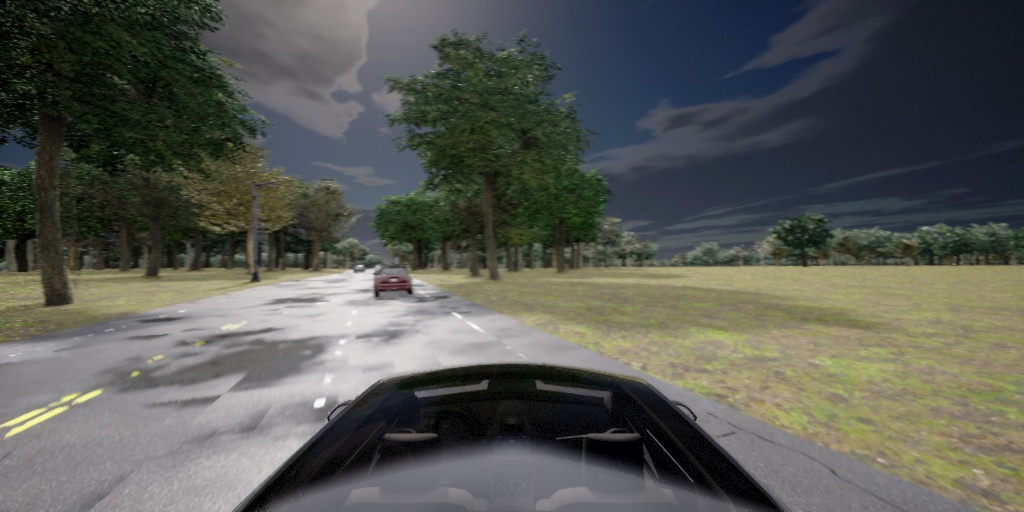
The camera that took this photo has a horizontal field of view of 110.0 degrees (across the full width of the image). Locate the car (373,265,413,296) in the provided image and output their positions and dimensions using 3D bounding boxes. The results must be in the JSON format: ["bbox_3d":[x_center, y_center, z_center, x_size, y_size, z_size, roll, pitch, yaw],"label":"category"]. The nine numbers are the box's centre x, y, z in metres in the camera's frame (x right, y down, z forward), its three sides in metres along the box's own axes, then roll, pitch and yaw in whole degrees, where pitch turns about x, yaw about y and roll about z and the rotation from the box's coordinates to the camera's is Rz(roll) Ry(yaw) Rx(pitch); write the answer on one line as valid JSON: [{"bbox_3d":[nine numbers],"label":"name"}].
[{"bbox_3d":[-7.387,1.399,22.089,2.097,1.767,4.553,-1,0,-21],"label":"car"}]
